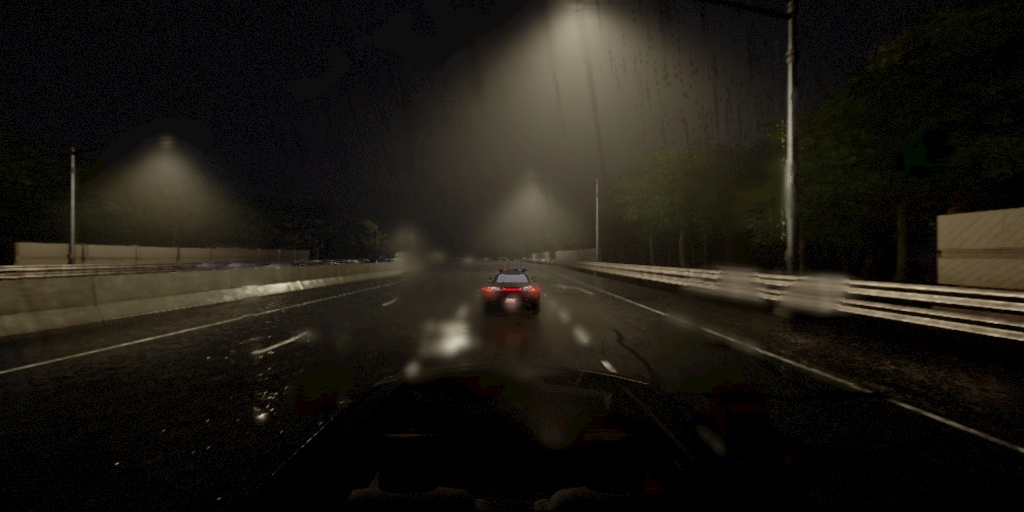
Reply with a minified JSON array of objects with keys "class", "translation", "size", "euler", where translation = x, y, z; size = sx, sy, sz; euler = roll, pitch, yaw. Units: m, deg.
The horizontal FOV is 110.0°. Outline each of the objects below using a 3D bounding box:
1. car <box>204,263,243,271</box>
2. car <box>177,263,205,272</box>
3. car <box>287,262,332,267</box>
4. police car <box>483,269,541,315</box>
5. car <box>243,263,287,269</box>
[{"class":"car","translation":[-24.597,1.347,32.765],"size":[2.033,1.411,5.357],"euler":[0,0,0]},{"class":"car","translation":[-28.086,1.348,33.428],"size":[2.033,1.411,5.357],"euler":[0,0,0]},{"class":"car","translation":[-17.595,1.277,32.349],"size":[1.882,1.535,5.008],"euler":[0,0,0]},{"class":"police car","translation":[0.003,1.288,13.799],"size":[2.038,1.542,4.974],"euler":[0,0,0]},{"class":"car","translation":[-21.099,1.347,32.415],"size":[2.033,1.411,5.357],"euler":[0,0,0]}]
